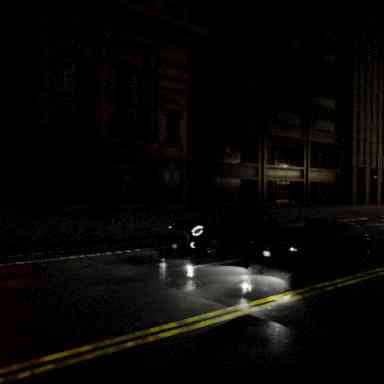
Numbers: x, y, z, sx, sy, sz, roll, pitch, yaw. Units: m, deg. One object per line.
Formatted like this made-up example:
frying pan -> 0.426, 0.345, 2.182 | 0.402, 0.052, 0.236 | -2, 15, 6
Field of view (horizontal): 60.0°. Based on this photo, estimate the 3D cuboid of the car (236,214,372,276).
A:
car -> 3.662, 1.496, 10.214 | 4.181, 1.385, 1.994 | 0, 1, -35

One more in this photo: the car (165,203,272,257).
car -> 1.259, 1.245, 12.491 | 4.553, 1.767, 2.097 | 0, 1, -35
